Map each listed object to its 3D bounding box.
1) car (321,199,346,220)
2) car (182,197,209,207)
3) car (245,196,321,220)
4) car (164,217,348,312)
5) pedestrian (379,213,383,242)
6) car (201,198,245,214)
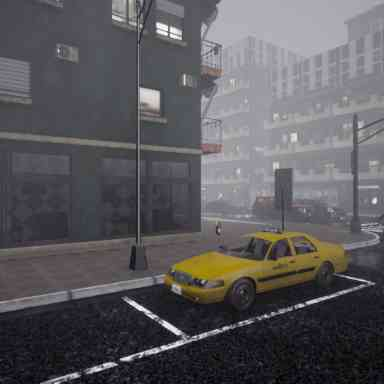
[{"bbox_3d":[9.586,1.304,25.960,2.097,1.767,4.553,0,0,-34],"label":"car"},{"bbox_3d":[0.516,1.466,48.776,1.802,1.307,4.206,0,0,-35],"label":"car"},{"bbox_3d":[6.827,1.264,25.454,2.192,1.841,5.009,0,0,-35],"label":"car"},{"bbox_3d":[1.679,1.525,7.703,4.829,1.417,1.752,0,0,-35],"label":"car"},{"bbox_3d":[8.362,1.294,14.156,0.375,1.860,0.375,0,0,-35],"label":"pedestrian"},{"bbox_3d":[3.507,1.468,34.586,2.033,1.411,5.357,0,0,-35],"label":"car"}]
